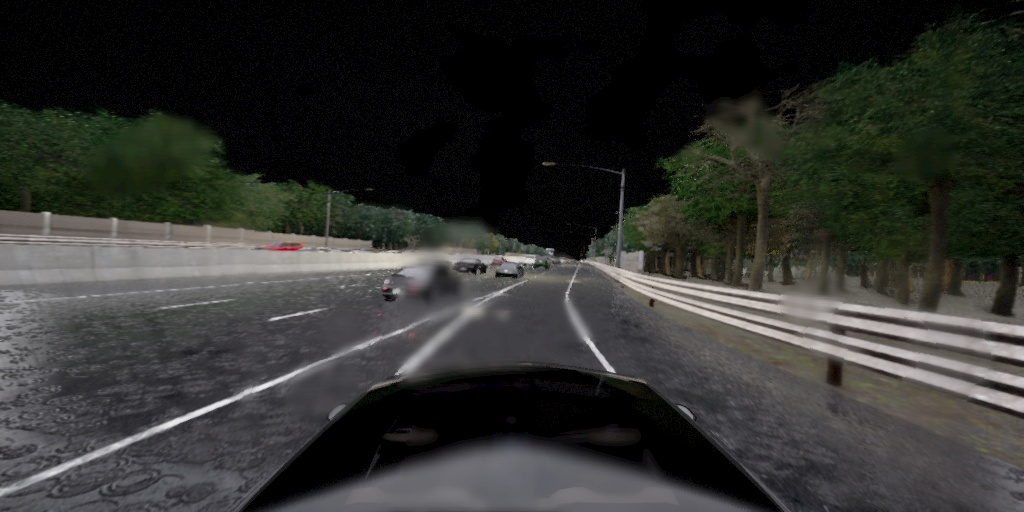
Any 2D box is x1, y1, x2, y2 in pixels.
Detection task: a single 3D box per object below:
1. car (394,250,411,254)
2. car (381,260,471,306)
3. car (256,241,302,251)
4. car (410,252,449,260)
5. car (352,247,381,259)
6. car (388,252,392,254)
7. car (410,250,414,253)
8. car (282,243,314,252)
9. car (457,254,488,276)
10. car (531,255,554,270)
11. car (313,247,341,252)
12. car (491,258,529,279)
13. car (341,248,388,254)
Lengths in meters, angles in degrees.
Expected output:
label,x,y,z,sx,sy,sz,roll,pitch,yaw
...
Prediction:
label,x,y,z,sx,sy,sz,roll,pitch,yaw
car,-16.462,0.030,57.018,1.882,1.535,5.008,3,0,11
car,-3.381,1.046,14.275,1.812,1.442,4.674,3,0,11
car,-26.630,-0.733,41.440,2.150,2.045,5.566,3,0,11
car,-6.952,0.715,32.536,2.128,1.511,4.902,3,0,11
car,-23.380,-0.498,57.954,2.097,1.767,4.553,3,0,11
car,-19.913,-0.048,57.550,1.895,1.301,4.718,3,0,11
car,-13.227,0.239,55.435,2.128,1.511,4.902,3,0,12
car,-23.146,-0.261,41.147,2.128,1.511,4.902,3,0,11
car,-3.519,0.902,31.876,1.882,1.535,5.008,3,0,11
car,4.856,1.003,56.609,2.150,2.045,5.566,3,0,11
car,-19.717,-0.026,40.498,1.812,1.442,4.674,3,0,11
car,-0.098,1.188,31.195,1.994,1.385,4.181,3,0,11
car,-16.292,0.154,39.832,1.837,1.490,4.892,3,0,11
